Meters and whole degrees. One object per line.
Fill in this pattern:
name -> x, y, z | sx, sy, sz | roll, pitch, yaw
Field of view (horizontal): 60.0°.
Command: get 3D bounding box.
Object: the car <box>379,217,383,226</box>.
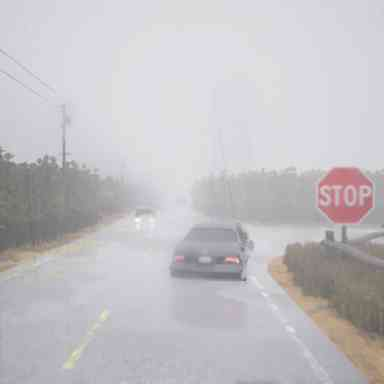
car -> 13.860, 1.552, 19.107 | 5.357, 1.411, 2.033 | 0, 0, 0

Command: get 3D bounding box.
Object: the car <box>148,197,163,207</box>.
car -> -5.675, 1.575, 51.573 | 1.994, 1.385, 4.181 | 0, 0, -2

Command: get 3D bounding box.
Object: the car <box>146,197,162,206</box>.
car -> -5.084, 1.362, 41.633 | 2.097, 1.767, 4.553 | 0, 0, -4

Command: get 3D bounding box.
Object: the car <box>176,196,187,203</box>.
car -> -2.114, 1.541, 67.608 | 1.812, 1.442, 4.674 | 0, 0, 3

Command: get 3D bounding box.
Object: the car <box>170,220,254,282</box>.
car -> 0.785, 1.550, 9.873 | 2.033, 1.411, 5.357 | 0, 0, 11

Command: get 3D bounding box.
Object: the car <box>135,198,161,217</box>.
car -> -4.283, 1.555, 31.628 | 2.033, 1.411, 5.357 | 0, 0, -5
